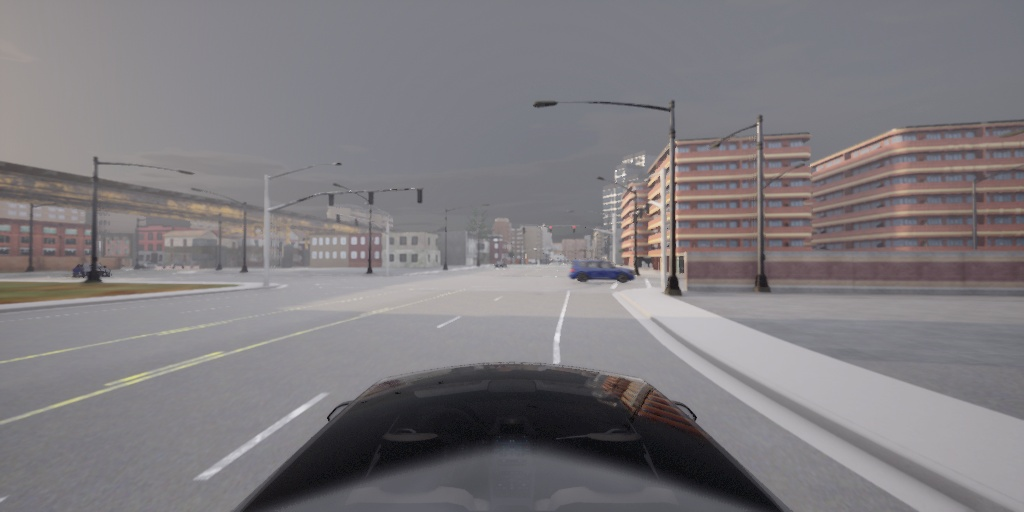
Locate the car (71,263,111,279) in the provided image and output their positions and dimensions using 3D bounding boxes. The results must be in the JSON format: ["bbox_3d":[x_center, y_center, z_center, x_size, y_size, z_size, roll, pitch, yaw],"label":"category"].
[{"bbox_3d":[-45.624,1.505,38.858,4.553,1.767,2.097,-1,-1,29],"label":"car"}]

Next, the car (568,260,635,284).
[{"bbox_3d":[7.712,1.388,31.195,5.566,2.045,2.150,0,-1,9],"label":"car"}]
